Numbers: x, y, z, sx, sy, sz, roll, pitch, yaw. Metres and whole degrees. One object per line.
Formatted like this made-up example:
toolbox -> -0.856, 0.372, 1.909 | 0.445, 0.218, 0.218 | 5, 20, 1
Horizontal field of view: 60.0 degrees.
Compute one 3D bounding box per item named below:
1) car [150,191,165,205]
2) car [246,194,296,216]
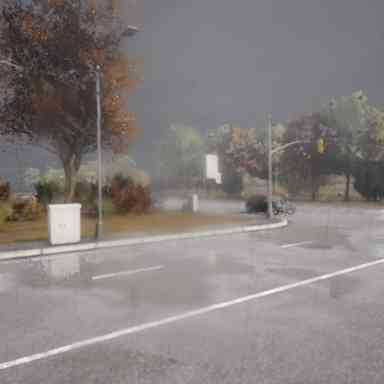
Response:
car -> -6.064, 0.862, 48.454 | 2.150, 2.045, 5.566 | -1, 1, -33
car -> 6.682, 1.002, 28.485 | 2.097, 1.767, 4.553 | -1, 0, -31
